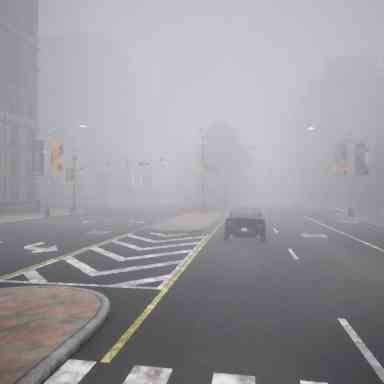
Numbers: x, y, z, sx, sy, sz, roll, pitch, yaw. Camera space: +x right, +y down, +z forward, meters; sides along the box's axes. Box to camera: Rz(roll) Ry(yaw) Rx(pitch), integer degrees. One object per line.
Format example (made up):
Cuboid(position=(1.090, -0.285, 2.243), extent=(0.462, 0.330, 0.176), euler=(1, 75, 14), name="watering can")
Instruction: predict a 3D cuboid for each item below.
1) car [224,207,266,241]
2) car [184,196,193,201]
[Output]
Cuboid(position=(2.713, 1.477, 16.866), extent=(1.882, 1.535, 5.008), euler=(0, 0, 10), name="car")
Cuboid(position=(-0.923, 1.595, 85.445), extent=(1.895, 1.301, 4.718), euler=(0, 0, 9), name="car")
